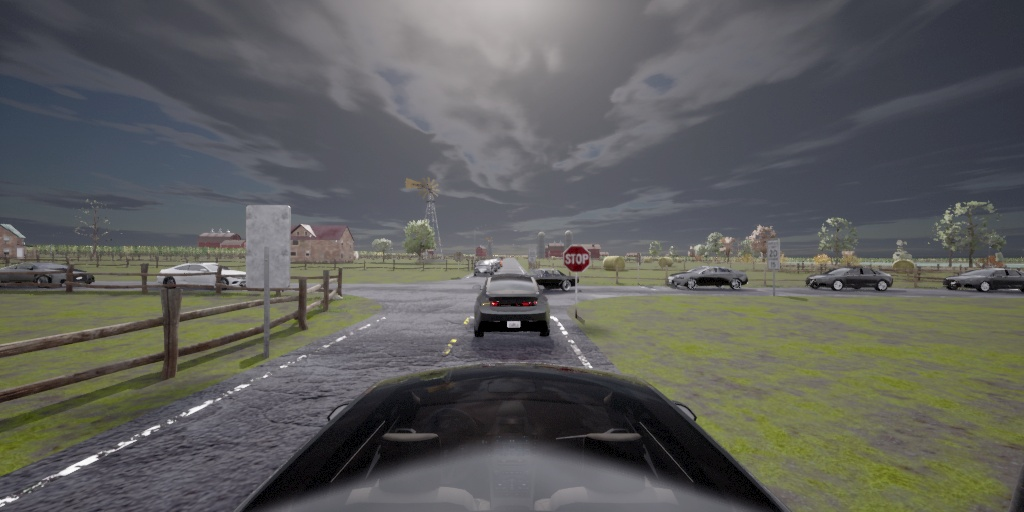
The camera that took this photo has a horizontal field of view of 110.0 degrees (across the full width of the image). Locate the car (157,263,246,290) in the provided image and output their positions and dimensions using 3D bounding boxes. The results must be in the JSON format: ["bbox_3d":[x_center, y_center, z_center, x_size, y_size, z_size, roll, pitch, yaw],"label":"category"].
[{"bbox_3d":[-17.233,1.104,20.263,4.674,1.442,1.812,1,-1,-1],"label":"car"}]

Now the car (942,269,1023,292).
[{"bbox_3d":[31.714,1.587,23.846,4.892,1.490,1.837,1,-1,-1],"label":"car"}]

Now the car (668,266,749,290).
[{"bbox_3d":[12.810,1.397,23.565,4.902,1.511,2.128,1,-1,-2],"label":"car"}]

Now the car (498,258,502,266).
[{"bbox_3d":[-2.828,1.242,46.431,2.128,1.511,4.902,0,0,0],"label":"car"}]

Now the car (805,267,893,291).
[{"bbox_3d":[22.212,1.500,23.731,4.892,1.490,1.837,1,-1,-1],"label":"car"}]

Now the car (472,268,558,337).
[{"bbox_3d":[-0.069,1.256,10.297,1.837,1.490,4.892,0,0,-3],"label":"car"}]

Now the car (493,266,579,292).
[{"bbox_3d":[1.509,1.369,20.342,4.718,1.301,1.895,1,0,-35],"label":"car"}]

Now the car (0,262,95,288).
[{"bbox_3d":[-26.354,1.048,20.146,4.181,1.385,1.994,1,-1,-1],"label":"car"}]

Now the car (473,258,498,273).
[{"bbox_3d":[-2.840,1.243,36.985,2.128,1.511,4.902,0,0,0],"label":"car"}]
